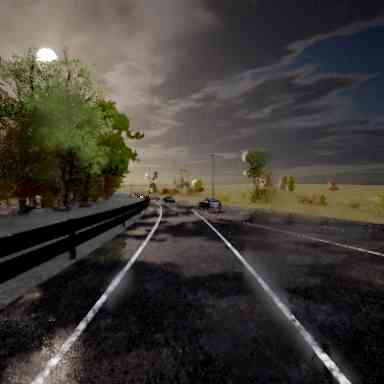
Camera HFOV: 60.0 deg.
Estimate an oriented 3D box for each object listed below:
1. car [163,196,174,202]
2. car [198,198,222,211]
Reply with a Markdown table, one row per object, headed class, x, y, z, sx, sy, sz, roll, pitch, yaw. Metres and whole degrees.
| class | x | y | z | sx | sy | sz | roll | pitch | yaw |
| --- | --- | --- | --- | --- | --- | --- | --- | --- | --- |
| car | -5.140 | 1.529 | 71.769 | 1.994 | 1.385 | 4.181 | 0 | 0 | -13 |
| car | 2.097 | 1.443 | 39.509 | 2.128 | 1.511 | 4.902 | 0 | 0 | -13 |
